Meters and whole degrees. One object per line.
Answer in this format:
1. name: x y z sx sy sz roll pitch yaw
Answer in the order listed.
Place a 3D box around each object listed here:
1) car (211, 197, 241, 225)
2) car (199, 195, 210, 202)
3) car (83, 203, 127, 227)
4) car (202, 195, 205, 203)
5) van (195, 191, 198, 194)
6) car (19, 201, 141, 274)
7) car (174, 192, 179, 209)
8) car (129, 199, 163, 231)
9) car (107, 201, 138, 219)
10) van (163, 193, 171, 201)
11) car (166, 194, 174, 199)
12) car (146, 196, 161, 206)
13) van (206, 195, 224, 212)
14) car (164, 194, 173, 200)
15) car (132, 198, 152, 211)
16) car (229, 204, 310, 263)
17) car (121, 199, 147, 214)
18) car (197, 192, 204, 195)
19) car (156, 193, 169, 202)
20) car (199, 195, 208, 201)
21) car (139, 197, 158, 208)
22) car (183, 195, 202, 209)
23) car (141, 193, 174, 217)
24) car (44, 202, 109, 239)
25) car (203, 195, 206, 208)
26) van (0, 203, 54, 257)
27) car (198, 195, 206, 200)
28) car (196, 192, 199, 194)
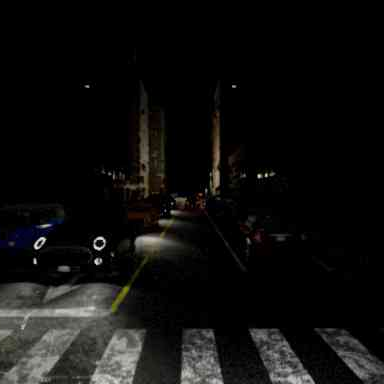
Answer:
1. car: 2.634 1.384 23.193 1.967 1.590 4.097 0 0 0
2. car: 2.564 1.385 68.548 1.947 1.339 4.313 0 0 0
3. car: -5.892 1.511 23.177 1.947 1.339 4.313 0 0 0
4. car: 2.599 1.436 45.871 2.008 1.369 4.403 0 0 0
5. van: 2.529 1.087 91.225 1.690 1.788 3.998 0 0 0
6. car: -3.154 1.327 10.559 2.097 1.767 4.553 0 0 1
7. car: -3.113 1.251 40.851 2.097 1.767 4.553 0 0 0
8. car: -3.128 1.429 20.498 1.882 1.535 5.008 0 0 0
9. car: -5.901 1.513 28.845 1.802 1.307 4.206 0 0 0
10. van: -5.980 1.128 79.858 1.690 1.788 3.998 0 0 0
11. car: -5.996 1.273 91.027 1.752 1.417 4.829 0 0 0
12. car: -5.935 1.415 51.517 1.887 1.381 4.507 0 0 0
13. van: 2.616 1.257 34.531 1.690 1.788 3.998 0 0 0
14. car: -5.988 1.294 85.358 1.752 1.417 4.829 0 0 0
15. car: -5.918 1.427 40.011 1.752 1.417 4.829 0 0 0
16. car: 2.651 1.412 11.855 1.967 1.590 4.097 0 0 0
17. car: -5.910 1.482 34.513 1.947 1.339 4.313 0 0 0
18. car: 2.262 1.307 58.039 1.801 1.575 5.366 0 0 0
19. car: -5.962 1.135 68.522 2.192 1.841 5.009 0 0 0
20. car: 2.555 1.369 74.217 1.947 1.339 4.313 0 0 0
21. car: -5.927 1.452 45.850 1.947 1.339 4.313 0 0 0
22. car: 0.026 1.421 42.304 1.812 1.442 4.674 0 0 0
23. car: -3.138 1.148 30.624 2.150 2.045 5.566 0 0 0
24. car: -5.883 1.399 17.508 1.967 1.590 4.097 0 0 0
25. car: 2.607 1.425 40.371 1.752 1.417 4.829 0 0 0
26. van: -5.875 1.314 11.839 1.690 1.788 3.998 0 0 0
27. car: 2.538 1.349 85.556 1.802 1.307 4.206 0 0 0
28. car: 2.546 1.337 79.885 2.008 1.369 4.403 0 0 0
